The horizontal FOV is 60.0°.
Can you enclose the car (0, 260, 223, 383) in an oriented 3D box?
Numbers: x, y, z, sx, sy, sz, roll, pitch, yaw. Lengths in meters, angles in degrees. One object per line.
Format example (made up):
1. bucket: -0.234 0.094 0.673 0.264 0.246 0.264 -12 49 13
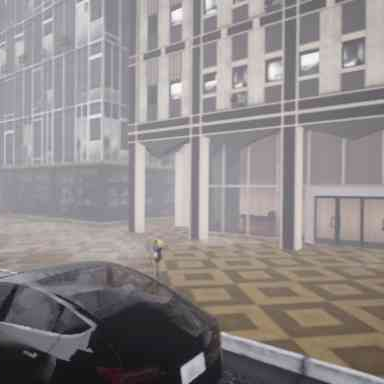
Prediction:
1. car: -1.683 1.541 4.069 4.313 1.339 1.947 0 1 35
